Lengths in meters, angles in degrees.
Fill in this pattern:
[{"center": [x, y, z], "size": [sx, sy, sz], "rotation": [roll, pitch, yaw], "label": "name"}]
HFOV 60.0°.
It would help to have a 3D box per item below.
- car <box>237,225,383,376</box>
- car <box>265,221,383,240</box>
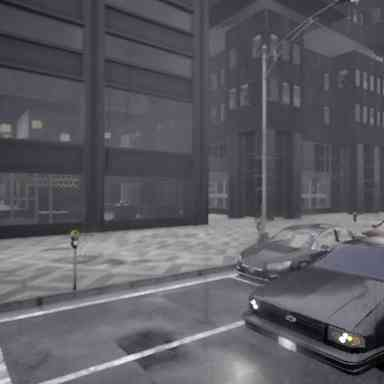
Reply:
[{"center": [3.379, 1.547, 5.787], "size": [5.357, 1.411, 2.033], "rotation": [0, 0, -35], "label": "car"}, {"center": [3.145, 1.551, 8.888], "size": [4.403, 1.369, 2.008], "rotation": [0, 0, -35], "label": "car"}]
